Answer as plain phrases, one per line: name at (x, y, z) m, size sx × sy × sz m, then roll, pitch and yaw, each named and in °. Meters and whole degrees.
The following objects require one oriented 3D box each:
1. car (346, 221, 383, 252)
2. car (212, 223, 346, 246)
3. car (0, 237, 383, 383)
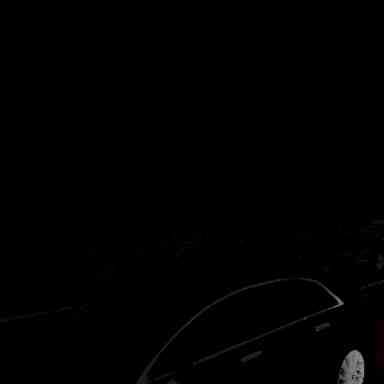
car at (5.977, 1.653, 10.917) m, size 4.403 × 1.369 × 2.008 m, roll 1°, pitch 0°, yaw -36°
car at (1.413, 1.491, 7.658) m, size 4.097 × 1.590 × 1.967 m, roll 1°, pitch 0°, yaw -36°
car at (0.011, 1.522, 3.387) m, size 4.892 × 1.490 × 1.837 m, roll 1°, pitch 0°, yaw -36°
